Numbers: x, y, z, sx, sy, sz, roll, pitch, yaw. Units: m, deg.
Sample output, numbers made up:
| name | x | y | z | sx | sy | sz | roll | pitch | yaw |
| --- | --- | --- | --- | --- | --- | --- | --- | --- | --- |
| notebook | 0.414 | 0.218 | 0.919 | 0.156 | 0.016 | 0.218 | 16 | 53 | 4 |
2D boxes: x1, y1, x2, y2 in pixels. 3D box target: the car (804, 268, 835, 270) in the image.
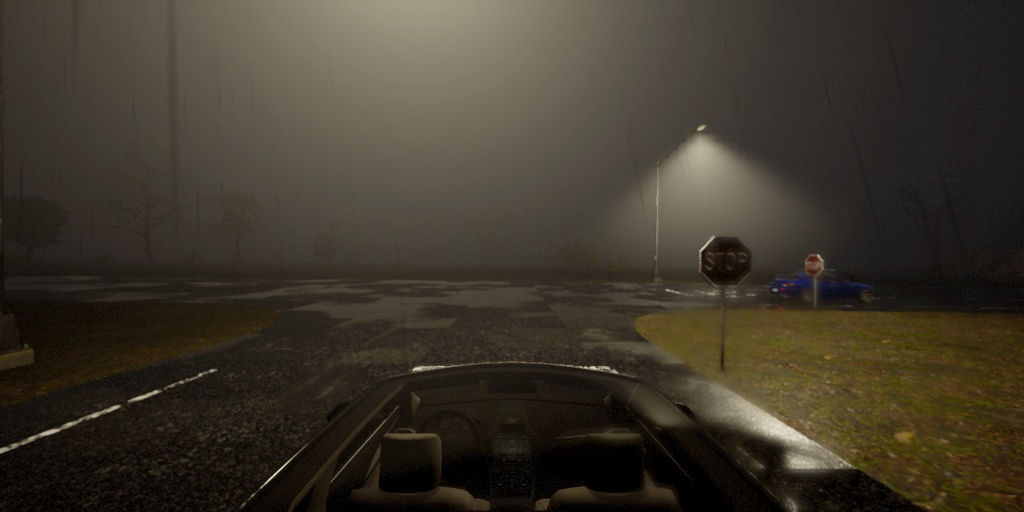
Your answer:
| name | x | y | z | sx | sy | sz | roll | pitch | yaw |
| --- | --- | --- | --- | --- | --- | --- | --- | --- | --- |
| car | 21.210 | 1.610 | 25.189 | 4.902 | 1.511 | 2.128 | 0 | 0 | 0 |

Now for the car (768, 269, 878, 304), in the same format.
| name | x | y | z | sx | sy | sz | roll | pitch | yaw |
| --- | --- | --- | --- | --- | --- | --- | --- | --- | --- |
| car | 15.686 | 1.584 | 18.224 | 4.674 | 1.442 | 1.812 | 1 | 0 | 0 |
